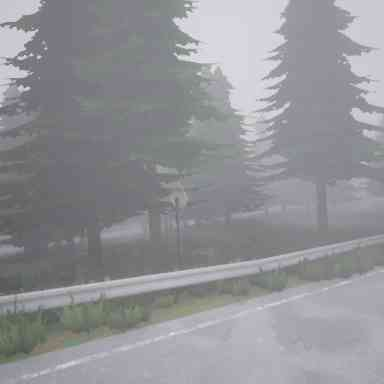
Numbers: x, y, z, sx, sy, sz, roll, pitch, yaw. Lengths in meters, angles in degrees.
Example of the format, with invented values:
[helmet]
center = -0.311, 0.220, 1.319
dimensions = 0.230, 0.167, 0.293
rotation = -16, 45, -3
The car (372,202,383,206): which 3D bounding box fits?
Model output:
[car]
center = 31.027, 2.361, 53.159
dimensions = 2.033, 1.411, 5.357
rotation = -4, -2, -8
